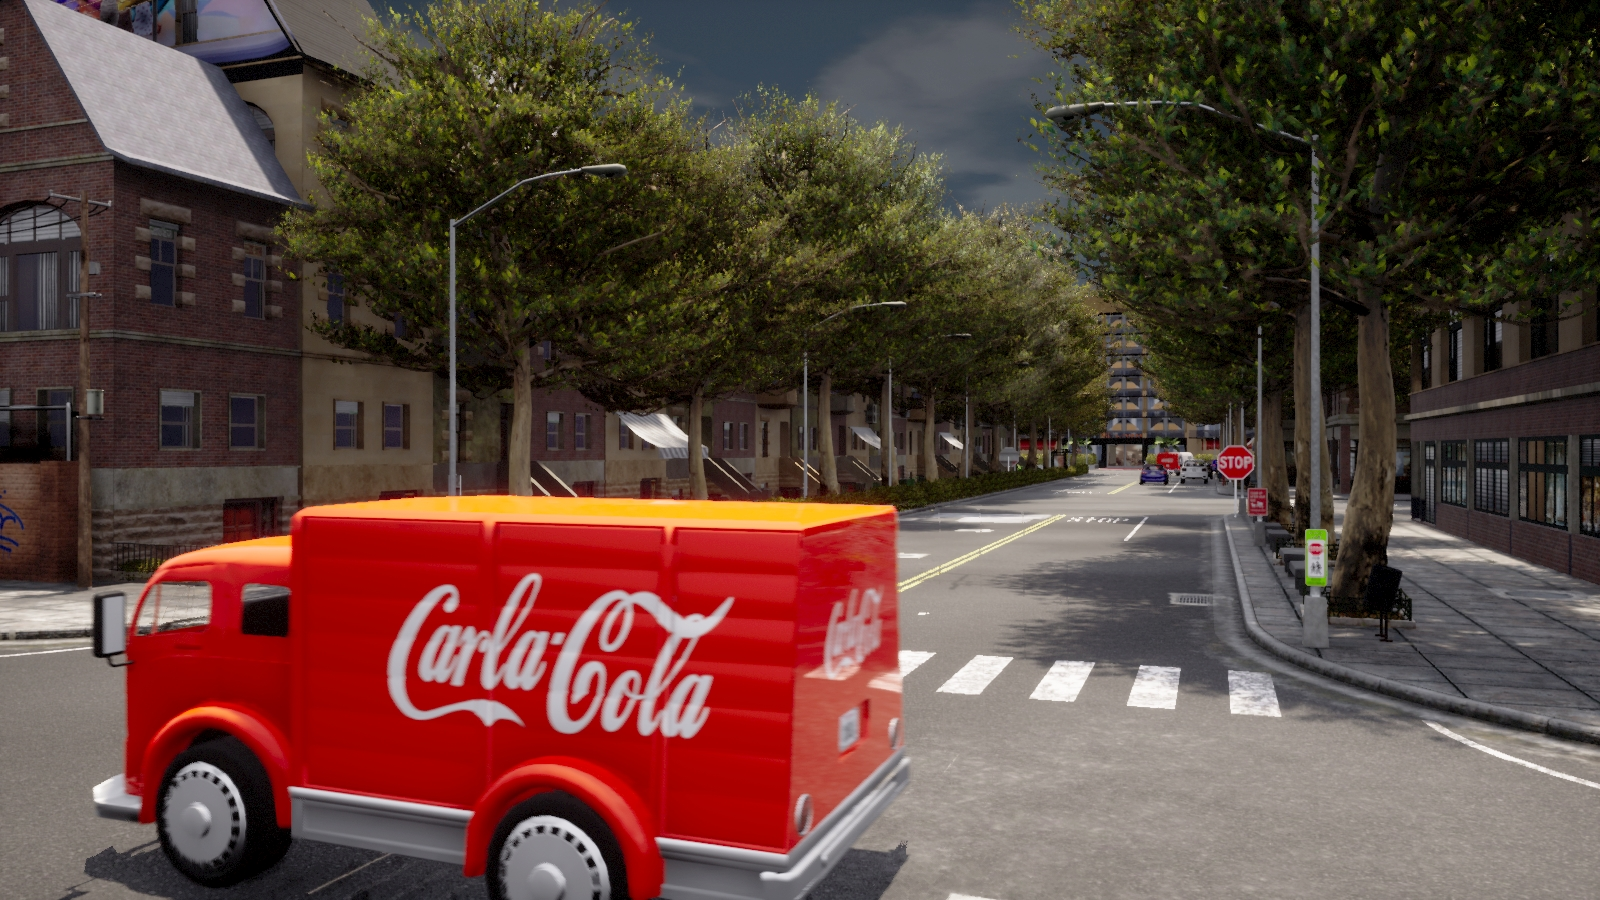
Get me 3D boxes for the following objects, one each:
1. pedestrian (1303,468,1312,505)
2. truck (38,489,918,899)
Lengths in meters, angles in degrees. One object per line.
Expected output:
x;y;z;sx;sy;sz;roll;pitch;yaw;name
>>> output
25.816;1.848;58.076;0.375;1.860;0.375;0;0;18;pedestrian
-2.056;1.570;7.768;5.204;2.467;2.627;0;0;20;truck
